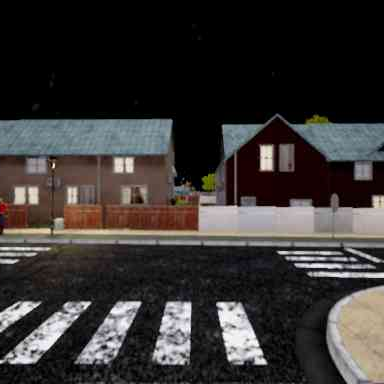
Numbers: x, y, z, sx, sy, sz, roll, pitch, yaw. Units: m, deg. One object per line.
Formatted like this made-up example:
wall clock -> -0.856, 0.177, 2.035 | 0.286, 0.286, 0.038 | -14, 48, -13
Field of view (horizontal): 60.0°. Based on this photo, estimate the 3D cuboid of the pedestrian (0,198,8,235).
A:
pedestrian -> -9.337, 1.161, 16.215 | 0.375, 1.860, 0.375 | 0, -1, 1
